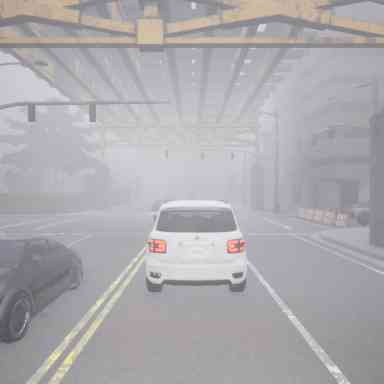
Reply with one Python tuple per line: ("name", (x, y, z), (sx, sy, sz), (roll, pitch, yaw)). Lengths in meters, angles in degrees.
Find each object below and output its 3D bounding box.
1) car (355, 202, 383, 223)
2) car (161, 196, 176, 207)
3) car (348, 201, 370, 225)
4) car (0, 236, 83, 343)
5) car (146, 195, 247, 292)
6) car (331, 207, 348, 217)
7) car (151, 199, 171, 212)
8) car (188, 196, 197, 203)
("car", (13.318, 1.295, 22.118), (4.536, 1.218, 1.853), (0, 0, -20))
("car", (-3.566, 1.478, 51.393), (1.882, 1.535, 5.008), (0, 0, 0))
("car", (13.270, 1.453, 22.100), (4.974, 1.542, 2.038), (0, 0, -20))
("car", (-3.597, 1.564, 6.301), (1.994, 1.385, 4.181), (0, 0, 0))
("car", (0.082, 1.221, 9.051), (2.150, 2.045, 5.566), (0, 0, 0))
("car", (13.645, 1.295, 26.237), (4.536, 1.218, 1.853), (0, 0, 25))
("car", (-3.585, 1.564, 38.819), (1.994, 1.385, 4.181), (0, 0, -1))
("car", (0.124, 1.526, 68.171), (1.812, 1.442, 4.674), (0, 0, 0))
